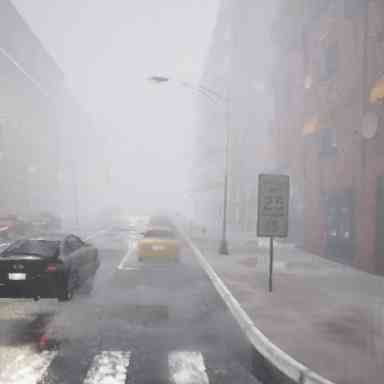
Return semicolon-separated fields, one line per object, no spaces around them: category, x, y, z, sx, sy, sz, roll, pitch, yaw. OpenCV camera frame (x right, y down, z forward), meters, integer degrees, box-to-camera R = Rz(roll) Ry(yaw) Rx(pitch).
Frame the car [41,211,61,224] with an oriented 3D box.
car;-10.889;2.097;24.497;1.802;1.307;4.206;3;-2;-5

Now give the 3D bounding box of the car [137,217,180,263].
car;-1.387;2.040;14.127;1.752;1.417;4.829;3;-2;-5

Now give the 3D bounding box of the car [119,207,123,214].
car;-13.831;3.200;58.334;1.967;1.590;4.097;3;-2;-5

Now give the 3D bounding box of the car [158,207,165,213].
car;-8.495;4.983;92.884;2.008;1.369;4.403;3;-2;-5

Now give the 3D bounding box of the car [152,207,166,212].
car;-4.512;3.266;47.948;1.752;1.417;4.829;3;-2;-5

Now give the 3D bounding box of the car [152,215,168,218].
car;-1.894;2.276;19.596;1.947;1.339;4.313;3;-2;-5

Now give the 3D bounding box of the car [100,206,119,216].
car;-13.338;3.117;52.693;1.947;1.339;4.313;3;-2;-5

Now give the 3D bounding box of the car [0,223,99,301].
car;-3.753;1.769;8.819;1.994;1.385;4.181;3;-2;-5

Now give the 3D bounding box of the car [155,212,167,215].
car;-2.455;2.478;25.228;1.947;1.339;4.313;3;-2;-5

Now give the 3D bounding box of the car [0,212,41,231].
car;-10.451;1.890;18.853;1.802;1.307;4.206;3;-2;-5

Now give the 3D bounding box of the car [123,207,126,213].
car;-14.837;3.749;69.607;1.947;1.339;4.313;3;-2;-5
